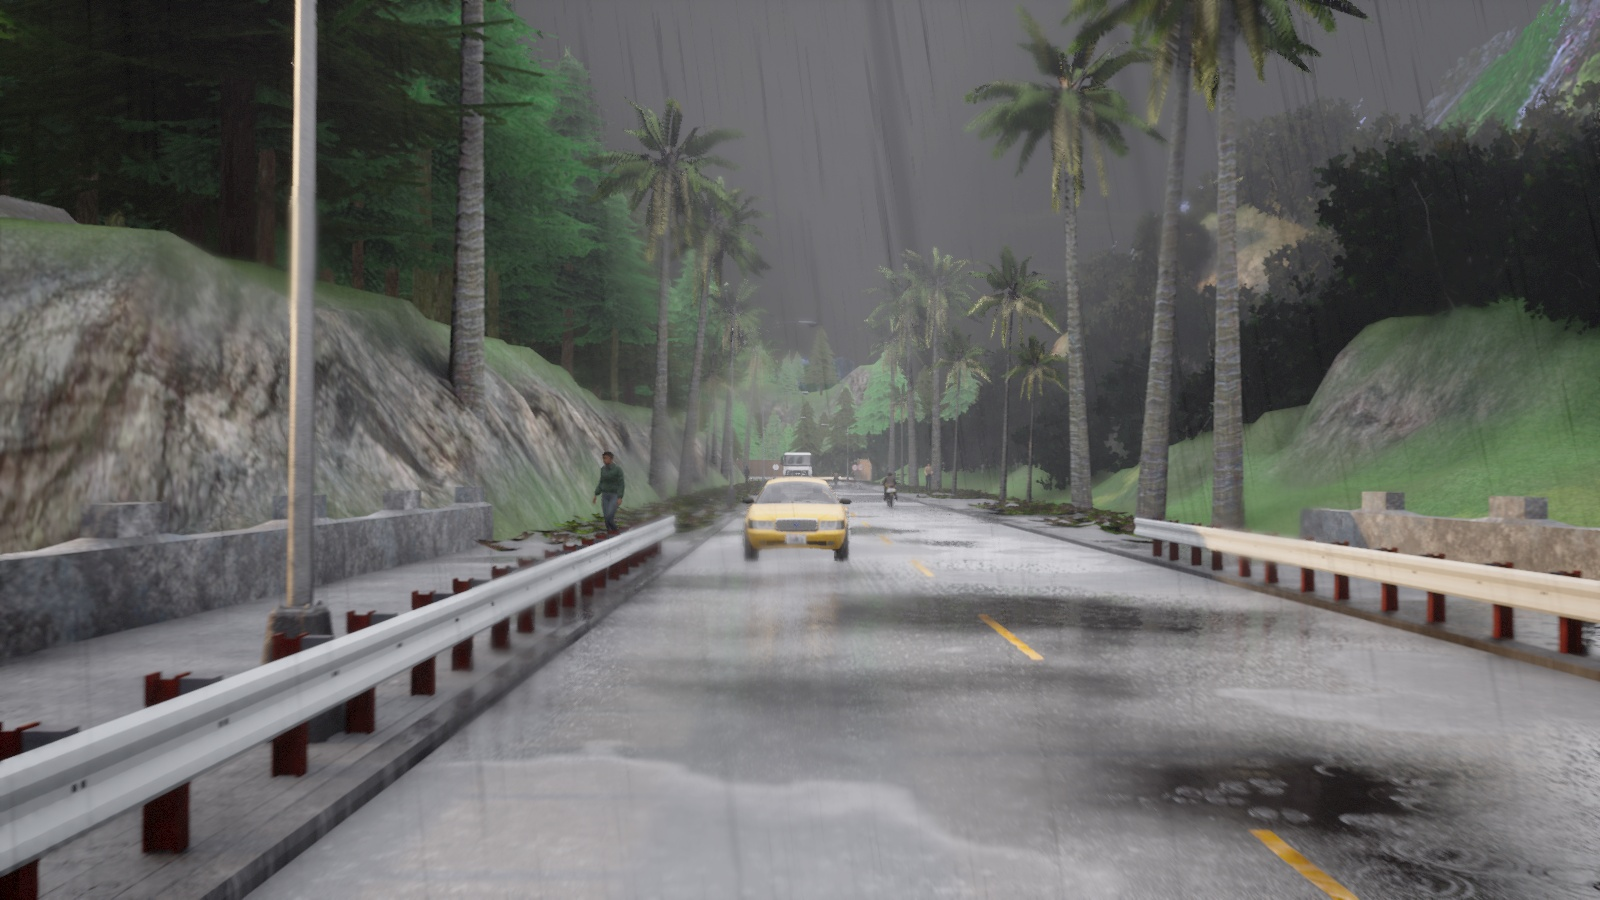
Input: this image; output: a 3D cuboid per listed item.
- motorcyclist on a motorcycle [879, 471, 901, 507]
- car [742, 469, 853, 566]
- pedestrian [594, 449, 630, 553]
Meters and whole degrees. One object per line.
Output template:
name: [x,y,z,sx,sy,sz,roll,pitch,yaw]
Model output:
motorcyclist on a motorcycle: [3.884,1.692,54.420,0.797,1.523,2.044,0,-1,0]
car: [-0.049,1.141,23.234,1.801,1.575,5.366,0,-1,0]
pedestrian: [-3.416,0.919,22.840,0.353,1.847,0.614,-1,-1,29]
